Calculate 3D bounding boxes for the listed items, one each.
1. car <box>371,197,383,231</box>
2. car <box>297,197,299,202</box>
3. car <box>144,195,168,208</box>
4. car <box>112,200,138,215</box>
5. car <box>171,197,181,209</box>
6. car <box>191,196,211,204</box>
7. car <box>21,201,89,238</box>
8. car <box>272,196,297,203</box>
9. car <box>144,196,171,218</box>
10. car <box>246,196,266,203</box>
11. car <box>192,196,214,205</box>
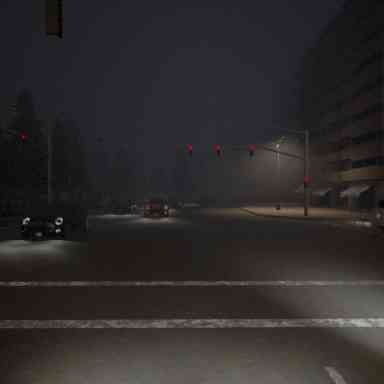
[{"bbox_3d":[12.189,1.277,16.873,5.566,2.045,2.150,0,0,3],"label":"car"},{"bbox_3d":[21.923,1.525,73.615,4.902,1.511,2.128,0,0,-22],"label":"car"},{"bbox_3d":[-5.358,1.351,50.401,2.097,1.767,4.553,0,0,16],"label":"car"},{"bbox_3d":[-6.933,1.526,34.800,1.812,1.442,4.674,0,0,2],"label":"car"},{"bbox_3d":[-2.743,1.492,45.579,2.128,1.511,4.902,0,0,8],"label":"car"},{"bbox_3d":[1.825,1.525,65.968,1.812,1.442,4.674,0,0,36],"label":"car"},{"bbox_3d":[-7.080,1.376,17.650,2.097,1.767,4.553,0,0,0],"label":"car"},{"bbox_3d":[18.492,1.478,67.600,5.008,1.535,1.882,0,0,-33],"label":"car"},{"bbox_3d":[-3.228,1.352,30.556,2.097,1.767,4.553,0,0,-4],"label":"car"},{"bbox_3d":[13.128,1.477,68.087,5.008,1.535,1.882,0,0,-41],"label":"car"},{"bbox_3d":[2.261,1.488,60.255,2.128,1.511,4.902,0,0,31],"label":"car"}]
